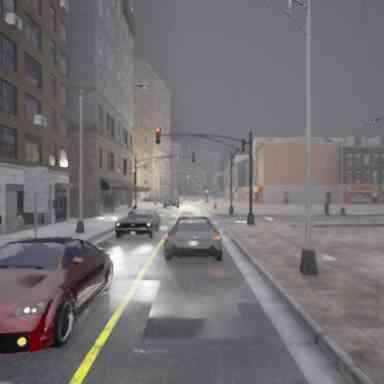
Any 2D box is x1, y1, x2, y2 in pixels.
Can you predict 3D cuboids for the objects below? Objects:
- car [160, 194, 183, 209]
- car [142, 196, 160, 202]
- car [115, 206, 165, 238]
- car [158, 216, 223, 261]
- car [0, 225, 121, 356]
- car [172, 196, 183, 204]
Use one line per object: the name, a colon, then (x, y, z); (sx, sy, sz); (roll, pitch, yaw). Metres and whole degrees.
car: (-2.826, 1.255, 46.306); (2.150, 2.045, 5.566); (0, 0, 0)
car: (-8.984, 1.628, 74.526); (4.674, 1.442, 1.812); (0, 0, 9)
car: (-2.749, 1.609, 17.767); (1.895, 1.301, 4.718); (0, 0, 0)
car: (0.052, 1.569, 12.353); (1.994, 1.385, 4.181); (0, 0, 0)
car: (-2.826, 1.567, 6.153); (1.994, 1.385, 4.181); (0, 0, 1)
car: (-2.747, 1.553, 64.618); (1.882, 1.535, 5.008); (0, 0, 0)
